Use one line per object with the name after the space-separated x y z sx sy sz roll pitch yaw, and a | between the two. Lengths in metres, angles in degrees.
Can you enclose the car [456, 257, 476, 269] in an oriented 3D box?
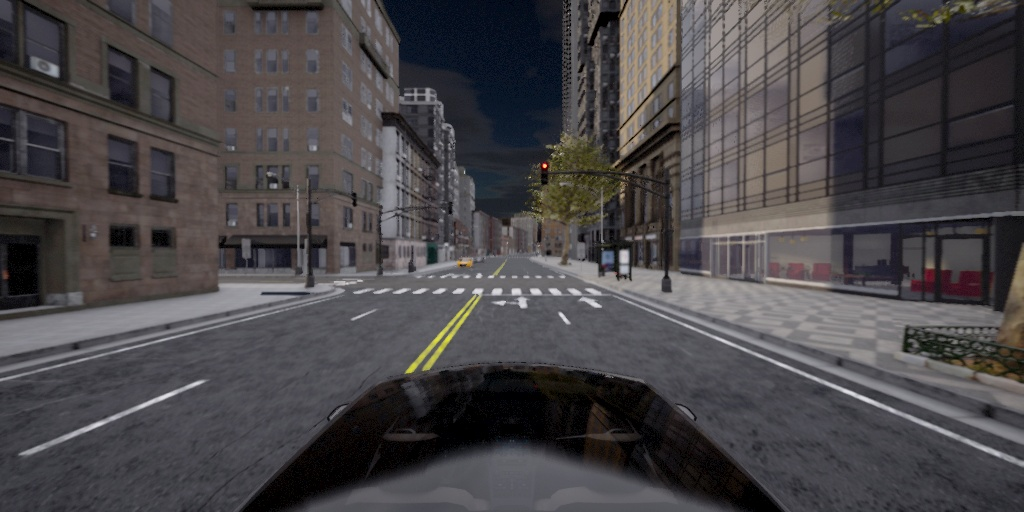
-6.506 0.946 49.751 1.882 1.535 5.008 0 2 0 | car
